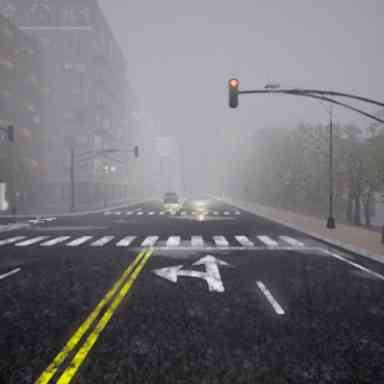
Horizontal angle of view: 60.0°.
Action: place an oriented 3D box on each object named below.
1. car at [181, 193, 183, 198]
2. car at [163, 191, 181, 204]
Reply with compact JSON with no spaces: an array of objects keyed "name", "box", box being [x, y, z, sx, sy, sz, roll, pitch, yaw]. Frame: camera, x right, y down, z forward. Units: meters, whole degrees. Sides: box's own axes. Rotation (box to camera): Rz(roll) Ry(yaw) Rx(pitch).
[{"name":"car","box":[-3.289,0.899,87.165,2.033,1.411,5.357,0,0,0]},{"name":"car","box":[-3.274,0.941,52.642,2.150,2.045,5.566,0,2,0]}]
